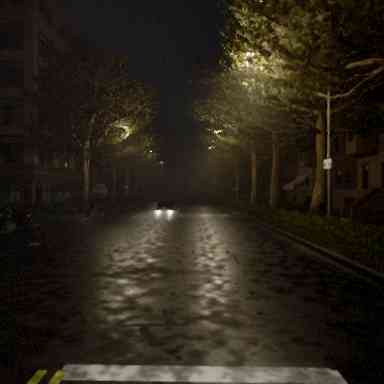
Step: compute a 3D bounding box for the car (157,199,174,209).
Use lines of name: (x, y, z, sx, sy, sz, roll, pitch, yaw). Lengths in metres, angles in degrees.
car: (-3.430, 1.518, 42.929, 1.895, 1.301, 4.718, 0, 0, 0)

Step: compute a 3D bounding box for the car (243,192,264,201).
car: (14.356, 1.079, 75.921, 5.566, 2.045, 2.150, 0, 0, 0)

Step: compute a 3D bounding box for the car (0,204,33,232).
car: (-11.517, 1.469, 18.452, 4.892, 1.490, 1.837, 0, 2, -23)
